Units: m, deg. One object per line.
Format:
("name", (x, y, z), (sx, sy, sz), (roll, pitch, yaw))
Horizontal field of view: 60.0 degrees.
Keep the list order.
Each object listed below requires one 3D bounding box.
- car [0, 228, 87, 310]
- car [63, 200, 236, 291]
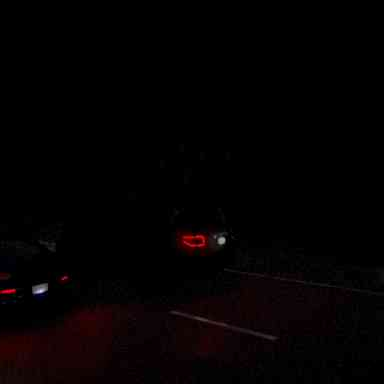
("car", (-4.574, 1.559, 7.255), (4.674, 1.442, 1.812), (0, 0, 36))
("car", (-1.483, 1.249, 9.349), (5.566, 2.045, 2.150), (0, 0, 36))
